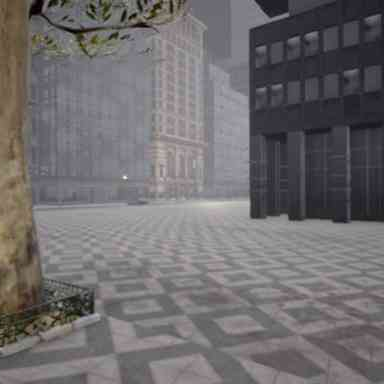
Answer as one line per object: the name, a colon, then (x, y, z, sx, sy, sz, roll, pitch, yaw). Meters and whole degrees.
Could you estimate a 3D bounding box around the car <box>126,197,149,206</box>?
car: (-9.545, 1.666, 58.379, 1.812, 1.442, 4.674, 0, 0, 36)
